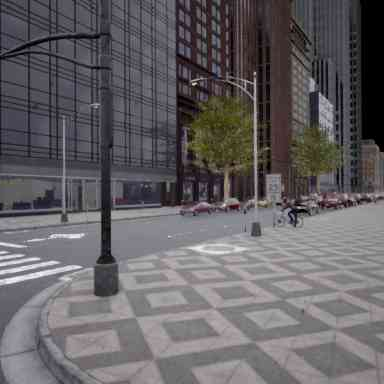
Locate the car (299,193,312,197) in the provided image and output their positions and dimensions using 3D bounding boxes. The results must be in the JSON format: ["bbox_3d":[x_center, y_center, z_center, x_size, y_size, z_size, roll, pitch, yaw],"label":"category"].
[{"bbox_3d":[19.715,1.416,59.543,1.887,1.381,4.507,0,0,35],"label":"car"}]

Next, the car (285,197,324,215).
[{"bbox_3d":[10.747,1.424,31.478,1.947,1.339,4.313,0,0,35],"label":"car"}]

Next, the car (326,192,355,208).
[{"bbox_3d":[20.337,1.137,45.413,2.192,1.841,5.009,0,0,35],"label":"car"}]

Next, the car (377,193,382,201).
[{"bbox_3d":[42.718,1.359,77.925,1.802,1.307,4.206,-1,0,35],"label":"car"}]

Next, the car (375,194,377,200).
[{"bbox_3d":[36.421,1.302,68.776,1.752,1.417,4.829,-1,0,35],"label":"car"}]

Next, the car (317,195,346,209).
[{"bbox_3d":[17.141,1.377,40.768,1.887,1.381,4.507,0,0,35],"label":"car"}]

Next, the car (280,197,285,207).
[{"bbox_3d":[13.320,1.456,50.252,1.947,1.339,4.313,0,0,35],"label":"car"}]

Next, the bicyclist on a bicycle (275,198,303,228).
[{"bbox_3d":[5.315,1.177,18.363,1.656,1.620,0.582,-1,0,35],"label":"bicyclist on a bicycle"}]

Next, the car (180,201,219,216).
[{"bbox_3d":[0.531,1.525,31.670,1.802,1.307,4.206,0,0,35],"label":"car"}]

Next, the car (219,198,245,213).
[{"bbox_3d":[3.727,1.367,36.315,1.967,1.590,4.097,0,0,35],"label":"car"}]

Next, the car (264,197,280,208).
[{"bbox_3d":[10.026,1.426,45.466,1.752,1.417,4.829,0,0,35],"label":"car"}]

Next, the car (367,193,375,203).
[{"bbox_3d":[33.127,1.099,63.993,2.192,1.841,5.009,0,0,35],"label":"car"}]

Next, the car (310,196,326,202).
[{"bbox_3d":[26.112,1.418,68.834,1.947,1.339,4.313,0,0,35],"label":"car"}]

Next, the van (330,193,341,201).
[{"bbox_3d":[35.701,1.186,82.771,1.690,1.788,3.998,-1,0,35],"label":"van"}]

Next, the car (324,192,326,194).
[{"bbox_3d":[22.260,1.052,52.739,2.150,2.045,5.566,-1,0,35],"label":"car"}]

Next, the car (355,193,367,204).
[{"bbox_3d":[26.732,1.118,54.702,2.192,1.841,5.009,0,0,35],"label":"car"}]

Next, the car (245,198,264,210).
[{"bbox_3d":[6.926,1.495,40.961,1.802,1.307,4.206,0,0,35],"label":"car"}]

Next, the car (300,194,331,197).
[{"bbox_3d":[16.572,1.339,44.474,2.128,1.511,4.902,-1,0,35],"label":"car"}]

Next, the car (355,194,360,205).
[{"bbox_3d":[23.535,1.378,50.057,1.947,1.339,4.313,0,0,35],"label":"car"}]
